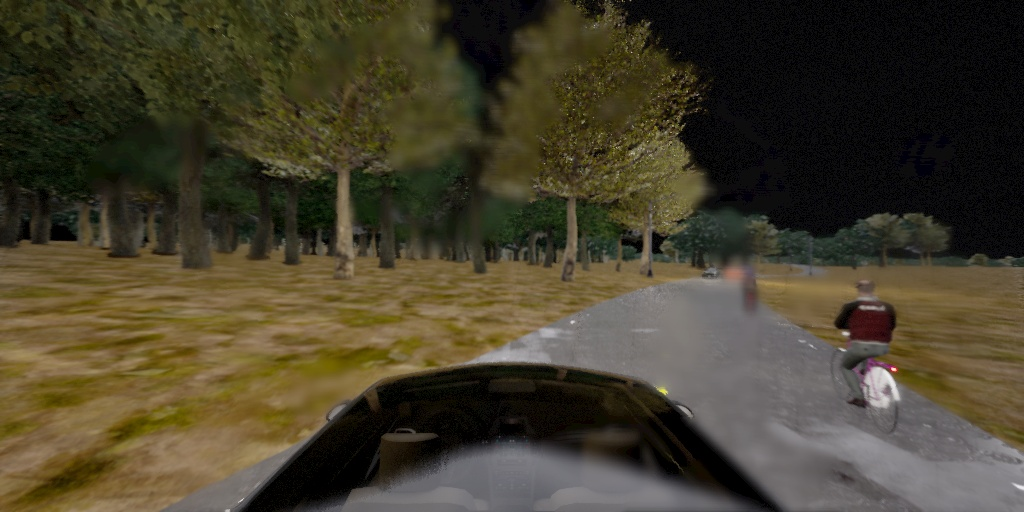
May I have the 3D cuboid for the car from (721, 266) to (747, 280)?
[{"bbox_3d":[31.257,2.406,50.398,2.097,1.767,4.553,0,-2,37],"label":"car"}]

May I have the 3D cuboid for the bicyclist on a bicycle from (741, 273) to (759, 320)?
[{"bbox_3d":[8.522,1.438,12.819,0.582,1.620,1.656,0,-1,27],"label":"bicyclist on a bicycle"}]

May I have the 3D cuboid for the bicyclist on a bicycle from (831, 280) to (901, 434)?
[{"bbox_3d":[4.564,1.192,4.723,0.659,1.776,1.843,0,-1,25],"label":"bicyclist on a bicycle"}]

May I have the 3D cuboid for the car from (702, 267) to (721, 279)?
[{"bbox_3d":[30.685,2.521,54.907,2.097,1.767,4.553,0,-2,38],"label":"car"}]
